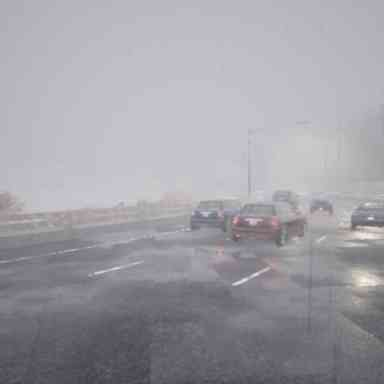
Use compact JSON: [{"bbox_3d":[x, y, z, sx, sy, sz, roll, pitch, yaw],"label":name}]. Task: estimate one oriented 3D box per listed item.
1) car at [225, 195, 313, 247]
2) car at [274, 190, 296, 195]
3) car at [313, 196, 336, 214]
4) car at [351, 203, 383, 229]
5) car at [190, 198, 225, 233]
[{"bbox_3d":[3.528,1.189,14.570,2.097,1.767,4.553,0,1,33],"label":"car"},{"bbox_3d":[9.356,0.843,33.206,2.150,2.045,5.566,0,1,23],"label":"car"},{"bbox_3d":[11.792,1.149,30.083,1.837,1.490,4.892,0,1,24],"label":"car"},{"bbox_3d":[10.309,1.327,19.049,1.994,1.385,4.181,0,1,30],"label":"car"},{"bbox_3d":[1.820,1.155,18.411,2.097,1.767,4.553,0,1,32],"label":"car"}]
